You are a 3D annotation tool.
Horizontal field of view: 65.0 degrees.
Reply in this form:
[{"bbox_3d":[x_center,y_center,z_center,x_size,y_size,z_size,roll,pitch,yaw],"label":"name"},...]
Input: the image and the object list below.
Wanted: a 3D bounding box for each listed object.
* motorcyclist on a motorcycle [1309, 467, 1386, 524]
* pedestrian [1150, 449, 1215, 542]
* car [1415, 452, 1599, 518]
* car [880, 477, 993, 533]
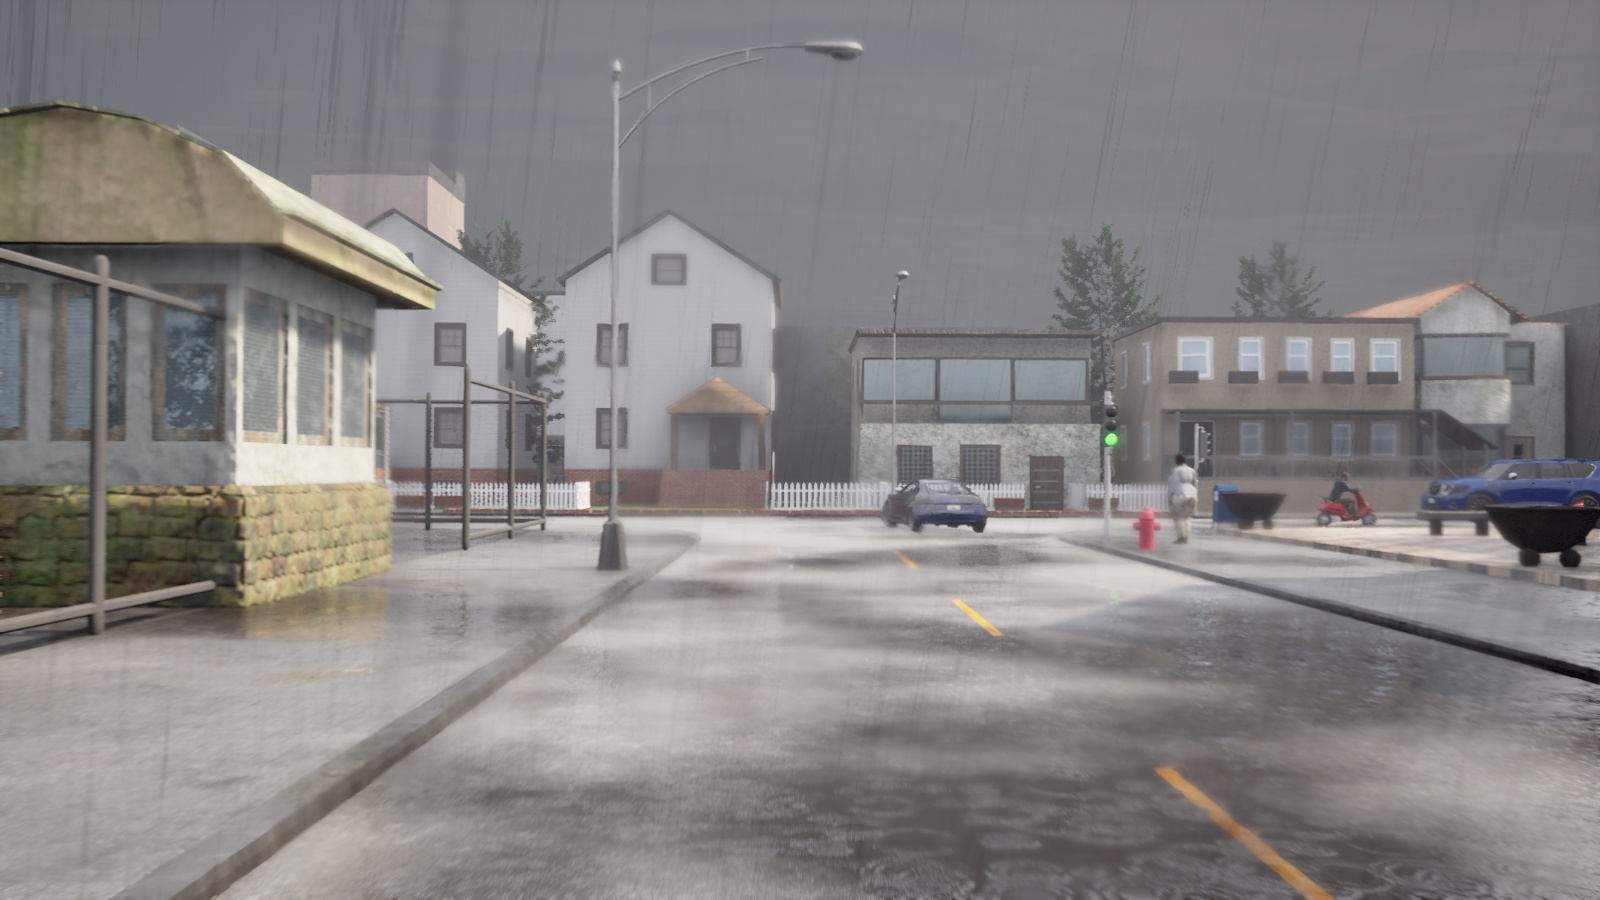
[{"bbox_3d":[15.748,1.302,36.172,1.817,1.590,0.866,0,-1,-1],"label":"motorcyclist on a motorcycle"},{"bbox_3d":[7.800,0.913,25.632,0.874,1.855,0.900,0,-1,-22],"label":"pedestrian"},{"bbox_3d":[23.018,1.106,40.231,5.566,2.045,2.150,0,-1,-1],"label":"car"},{"bbox_3d":[3.559,1.418,33.600,1.994,1.385,4.181,0,-1,-9],"label":"car"}]
